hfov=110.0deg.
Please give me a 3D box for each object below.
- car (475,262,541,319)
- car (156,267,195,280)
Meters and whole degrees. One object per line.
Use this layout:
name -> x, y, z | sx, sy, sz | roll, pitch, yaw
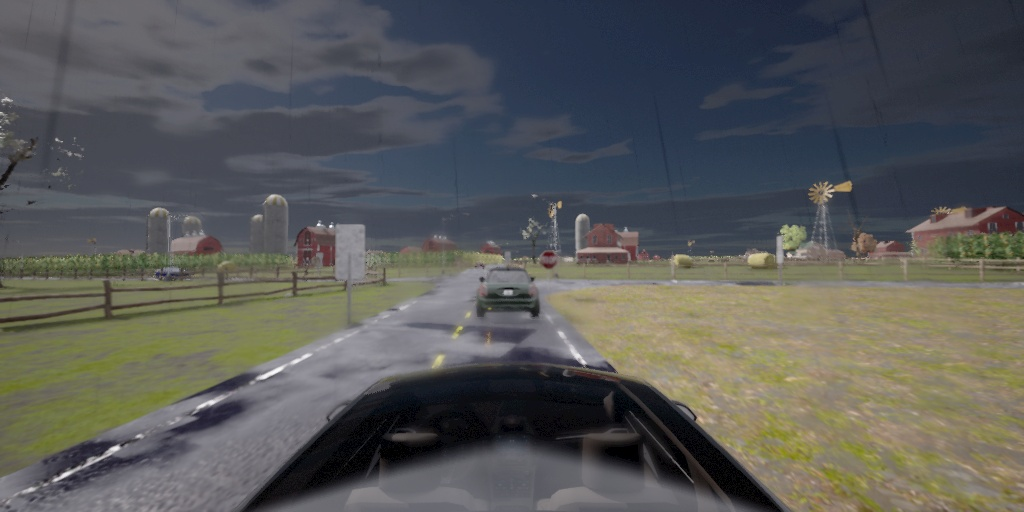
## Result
car -> -0.171, 1.175, 13.397 | 2.097, 1.767, 4.553 | 0, 0, -2
car -> -41.414, 2.122, 44.165 | 5.008, 1.535, 1.882 | -1, -1, 20
